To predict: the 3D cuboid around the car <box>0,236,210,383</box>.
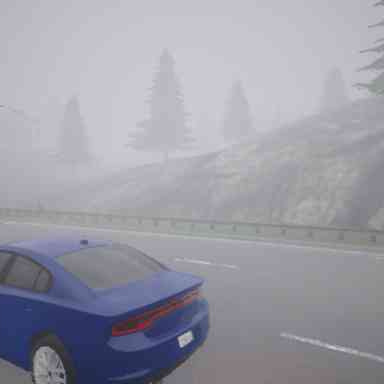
[{"bbox_3d":[-2.141,1.400,4.918,5.008,1.535,1.882,1,1,33],"label":"car"}]
